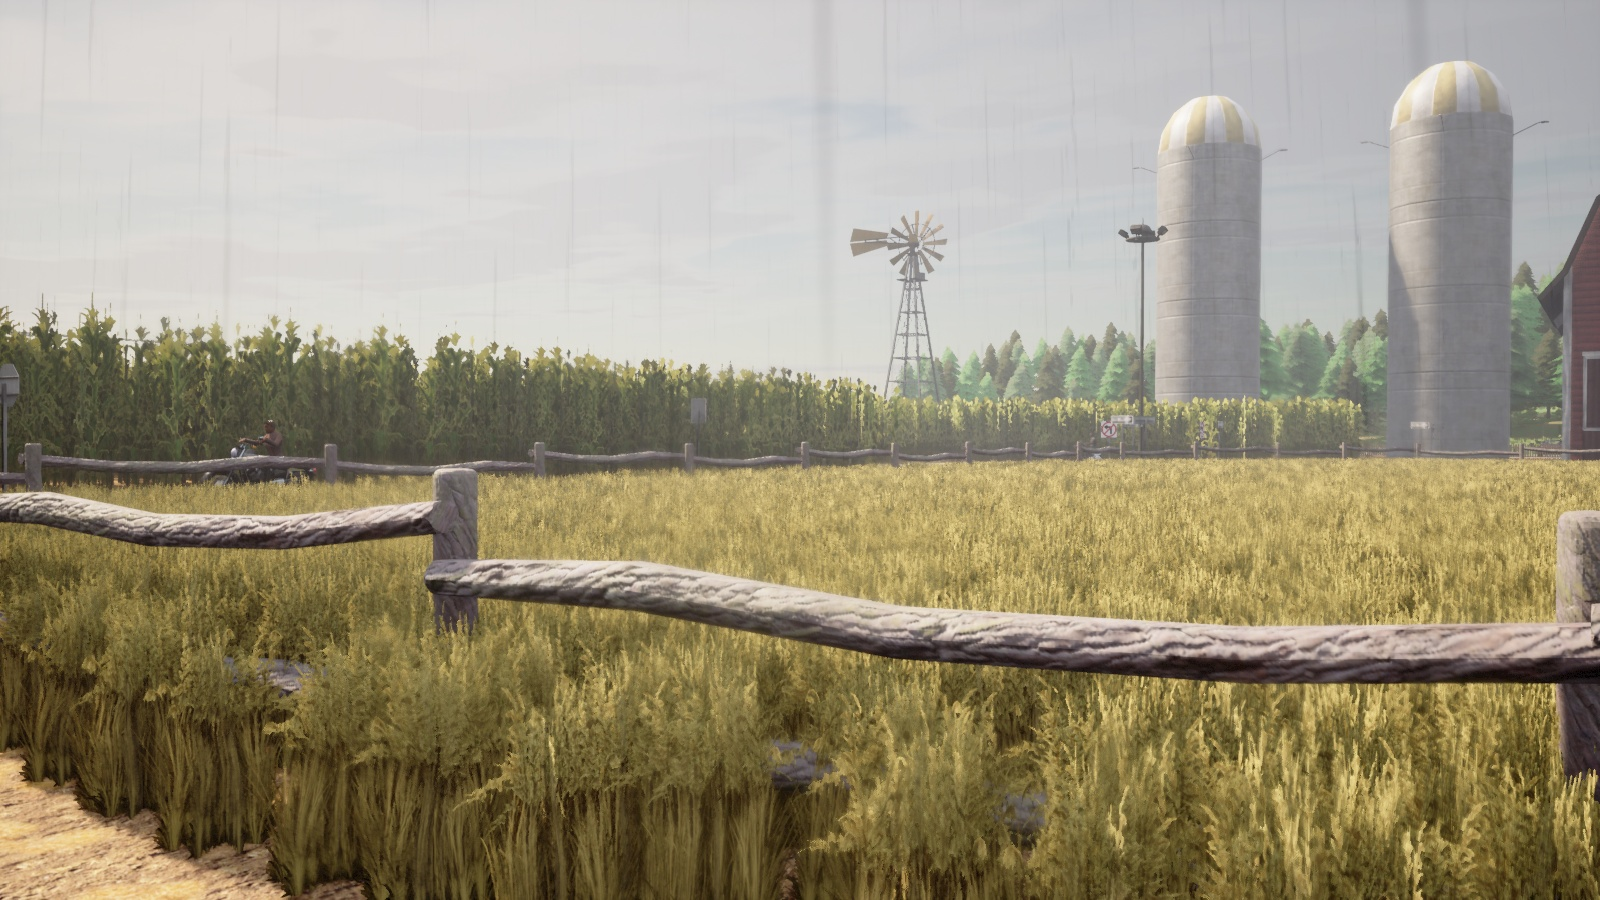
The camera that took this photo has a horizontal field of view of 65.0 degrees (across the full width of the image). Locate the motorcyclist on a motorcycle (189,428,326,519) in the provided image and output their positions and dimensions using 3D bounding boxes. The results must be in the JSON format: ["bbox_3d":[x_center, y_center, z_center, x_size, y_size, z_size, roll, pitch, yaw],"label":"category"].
[{"bbox_3d":[-10.309,0.410,23.960,0.766,1.649,2.350,0,0,34],"label":"motorcyclist on a motorcycle"}]
